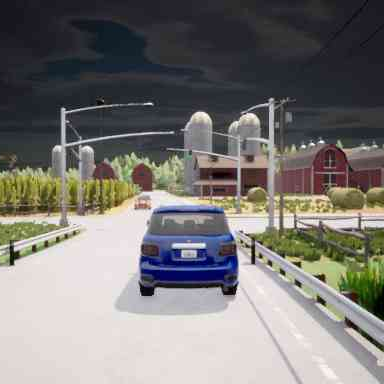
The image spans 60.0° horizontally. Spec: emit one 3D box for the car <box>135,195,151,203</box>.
[{"bbox_3d":[-6.390,1.333,43.495,2.097,1.767,4.553,0,1,-7],"label":"car"}]

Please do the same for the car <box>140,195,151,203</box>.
[{"bbox_3d":[-8.849,1.229,63.121,1.994,1.385,4.181,0,1,-7],"label":"car"}]

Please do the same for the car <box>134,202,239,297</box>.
[{"bbox_3d":[-0.110,1.366,9.092,2.150,2.045,5.566,0,-2,-1],"label":"car"}]

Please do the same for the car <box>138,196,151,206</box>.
[{"bbox_3d":[-7.601,1.389,53.157,1.994,1.385,4.181,0,1,-8],"label":"car"}]
